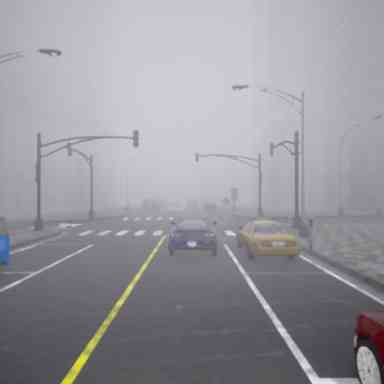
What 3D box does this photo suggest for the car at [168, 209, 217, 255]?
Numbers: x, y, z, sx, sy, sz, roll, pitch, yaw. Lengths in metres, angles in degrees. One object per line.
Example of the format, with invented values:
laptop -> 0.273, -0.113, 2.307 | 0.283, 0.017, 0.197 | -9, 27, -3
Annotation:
car -> 0.081, 1.664, 13.896 | 1.812, 1.442, 4.674 | 0, 0, 2

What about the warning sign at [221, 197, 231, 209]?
warning sign -> 5.066, 1.617, 49.502 | 1.300, 1.860, 1.060 | 0, 0, 0

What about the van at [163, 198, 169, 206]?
van -> -5.783, 1.975, 61.951 | 1.690, 1.788, 3.998 | 0, -1, 0

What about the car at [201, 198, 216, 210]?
car -> 2.772, 2.061, 50.882 | 1.887, 1.381, 4.507 | 0, -1, 0

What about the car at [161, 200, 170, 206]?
car -> -5.782, 2.335, 72.998 | 1.802, 1.307, 4.206 | 0, -1, 0

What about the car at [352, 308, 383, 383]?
car -> 2.760, 1.568, 2.211 | 1.887, 1.381, 4.507 | 0, -1, 0

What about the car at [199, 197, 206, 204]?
car -> 2.768, 2.179, 61.932 | 1.887, 1.381, 4.507 | 0, -1, 0

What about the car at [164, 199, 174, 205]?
car -> -5.781, 2.422, 84.047 | 2.008, 1.369, 4.403 | 0, -1, 0

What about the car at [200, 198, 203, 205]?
car -> 2.770, 2.120, 56.407 | 1.887, 1.381, 4.507 | 0, -1, 0

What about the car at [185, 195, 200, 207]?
car -> 0.011, 2.031, 66.249 | 2.097, 1.767, 4.553 | 0, -1, 0

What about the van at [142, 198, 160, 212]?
van -> -5.784, 1.799, 45.377 | 1.690, 1.788, 3.998 | 0, -1, 0

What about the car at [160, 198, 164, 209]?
car -> -5.783, 2.061, 50.900 | 1.887, 1.381, 4.507 | 0, -1, 0

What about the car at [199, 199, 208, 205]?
car -> 2.763, 2.357, 78.508 | 1.887, 1.381, 4.507 | 0, -1, 0

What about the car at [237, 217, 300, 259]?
car -> 2.765, 1.654, 12.961 | 1.752, 1.417, 4.829 | 0, -1, 0

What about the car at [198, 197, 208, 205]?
car -> 2.760, 2.187, 84.035 | 2.192, 1.841, 5.009 | 0, -1, 0

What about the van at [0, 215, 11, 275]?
van -> -5.766, 1.415, 7.394 | 1.690, 1.788, 3.998 | 0, -1, 0

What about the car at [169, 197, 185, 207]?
car -> -3.039, 2.142, 63.389 | 2.128, 1.511, 4.902 | 0, -1, 1

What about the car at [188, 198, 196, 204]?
car -> -0.008, 2.209, 80.596 | 1.812, 1.442, 4.674 | 0, -1, 0
